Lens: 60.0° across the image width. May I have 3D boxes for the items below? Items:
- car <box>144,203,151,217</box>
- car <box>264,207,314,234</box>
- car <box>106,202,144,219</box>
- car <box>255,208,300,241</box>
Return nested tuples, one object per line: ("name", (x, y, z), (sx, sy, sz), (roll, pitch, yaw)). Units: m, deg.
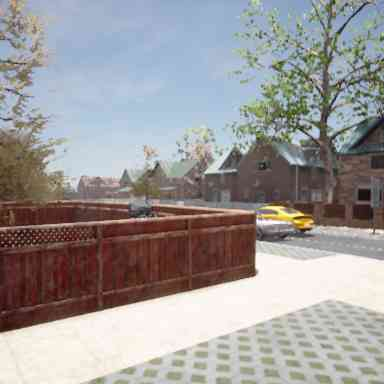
("car", (-6.054, 1.843, 35.018), (1.837, 1.490, 4.892), (1, -1, -35))
("car", (4.692, 1.610, 19.660), (1.882, 1.535, 5.008), (1, -1, -35))
("car", (-6.600, 1.721, 30.661), (1.882, 1.535, 5.008), (1, -2, -35))
("car", (2.860, 1.665, 17.129), (1.895, 1.301, 4.718), (1, -1, -35))
